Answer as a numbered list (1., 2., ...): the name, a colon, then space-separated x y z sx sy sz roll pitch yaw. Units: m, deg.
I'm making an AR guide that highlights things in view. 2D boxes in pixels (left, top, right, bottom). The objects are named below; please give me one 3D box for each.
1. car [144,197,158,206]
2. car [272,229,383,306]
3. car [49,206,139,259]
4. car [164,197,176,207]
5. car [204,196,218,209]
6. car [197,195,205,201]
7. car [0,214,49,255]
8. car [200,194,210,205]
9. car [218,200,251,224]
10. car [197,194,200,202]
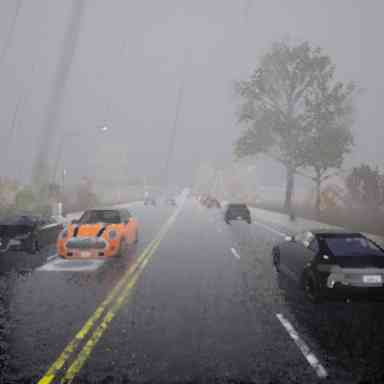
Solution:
1. car: -6.873 1.612 55.971 2.128 1.511 4.902 0 0 0
2. car: 3.339 1.586 8.176 1.994 1.385 4.181 0 0 0
3. car: -3.370 1.386 12.738 2.097 1.767 4.553 0 0 0
4. car: -3.618 1.610 54.970 2.128 1.511 4.902 0 0 0
5. car: 3.026 1.630 46.678 1.812 1.442 4.674 0 0 -1
6. car: 2.448 1.658 90.702 1.837 1.490 4.892 0 0 -1
7. car: -6.622 1.600 13.301 1.994 1.385 4.181 0 0 0
8. car: 2.910 1.553 57.689 2.033 1.649 4.856 0 0 -1
9. car: 3.279 1.566 25.441 1.837 1.490 4.892 0 0 0
10. car: 2.769 1.356 68.729 2.150 2.045 5.566 0 0 -1
